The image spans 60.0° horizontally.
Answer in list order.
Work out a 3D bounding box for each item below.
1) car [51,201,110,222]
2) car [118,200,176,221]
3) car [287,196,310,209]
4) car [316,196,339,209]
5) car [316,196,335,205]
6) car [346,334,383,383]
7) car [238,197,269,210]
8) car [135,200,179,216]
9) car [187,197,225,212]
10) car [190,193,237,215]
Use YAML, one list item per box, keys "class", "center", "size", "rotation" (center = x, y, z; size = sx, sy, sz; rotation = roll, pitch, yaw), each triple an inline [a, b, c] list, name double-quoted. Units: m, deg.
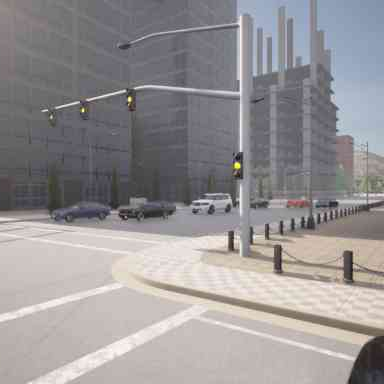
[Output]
- class: "car"
  center: [-8.468, 1.470, 25.645]
  size: [1.812, 1.442, 4.674]
  rotation: [0, 0, 38]
- class: "car"
  center: [-3.599, 1.545, 26.404]
  size: [1.895, 1.301, 4.718]
  rotation: [0, 0, 36]
- class: "car"
  center: [14.665, 1.298, 45.422]
  size: [2.097, 1.767, 4.553]
  rotation: [0, 0, 36]
- class: "car"
  center: [17.945, 1.492, 43.989]
  size: [2.033, 1.411, 5.357]
  rotation: [0, 0, 36]
- class: "car"
  center: [22.835, 1.422, 56.775]
  size: [1.882, 1.535, 5.008]
  rotation: [0, 0, 36]
- class: "car"
  center: [3.036, 1.564, 1.803]
  size: [4.181, 1.385, 1.994]
  rotation: [0, 0, 36]
- class: "car"
  center: [8.210, 1.422, 42.772]
  size: [1.882, 1.535, 5.008]
  rotation: [0, 0, 36]
- class: "car"
  center: [-3.389, 1.508, 32.682]
  size: [1.994, 1.385, 4.181]
  rotation: [0, 0, 36]
- class: "car"
  center: [1.751, 1.436, 39.809]
  size: [2.128, 1.511, 4.902]
  rotation: [0, 0, 36]
- class: "car"
  center: [2.109, 1.166, 34.319]
  size: [2.150, 2.045, 5.566]
  rotation: [0, 0, 36]
